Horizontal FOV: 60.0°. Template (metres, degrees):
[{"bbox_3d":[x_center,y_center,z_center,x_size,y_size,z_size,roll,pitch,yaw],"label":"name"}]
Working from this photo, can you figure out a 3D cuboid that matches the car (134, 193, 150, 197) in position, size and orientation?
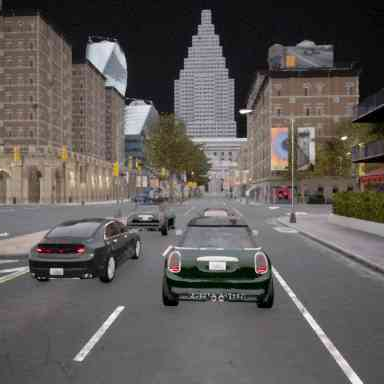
[{"bbox_3d":[-10.251,1.225,69.000,2.150,2.045,5.566,0,0,4],"label":"car"}]

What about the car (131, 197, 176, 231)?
[{"bbox_3d":[-2.173,1.352,18.708,2.097,1.767,4.553,0,0,4],"label":"car"}]

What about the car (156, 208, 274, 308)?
[{"bbox_3d":[0.606,1.352,8.124,2.097,1.767,4.553,0,0,4],"label":"car"}]

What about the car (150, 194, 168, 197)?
[{"bbox_3d":[-6.795,1.478,68.290,1.882,1.535,5.008,0,0,4],"label":"car"}]

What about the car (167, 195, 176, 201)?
[{"bbox_3d":[-5.413,1.553,87.837,1.994,1.385,4.181,0,0,4],"label":"car"}]

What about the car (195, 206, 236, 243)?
[{"bbox_3d":[1.242,1.526,17.147,1.812,1.442,4.674,0,0,5],"label":"car"}]

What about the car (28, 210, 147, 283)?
[{"bbox_3d":[-2.812,1.505,9.732,1.837,1.490,4.892,0,0,4],"label":"car"}]

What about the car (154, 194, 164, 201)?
[{"bbox_3d":[-8.835,1.355,89.060,2.097,1.767,4.553,0,0,4],"label":"car"}]

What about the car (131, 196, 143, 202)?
[{"bbox_3d":[-12.865,1.595,78.121,1.895,1.301,4.718,0,0,4],"label":"car"}]

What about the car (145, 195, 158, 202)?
[{"bbox_3d":[-9.539,1.540,79.093,2.033,1.411,5.357,0,0,4],"label":"car"}]

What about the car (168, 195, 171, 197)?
[{"bbox_3d":[-6.110,1.595,77.961,1.895,1.301,4.718,0,0,4],"label":"car"}]
